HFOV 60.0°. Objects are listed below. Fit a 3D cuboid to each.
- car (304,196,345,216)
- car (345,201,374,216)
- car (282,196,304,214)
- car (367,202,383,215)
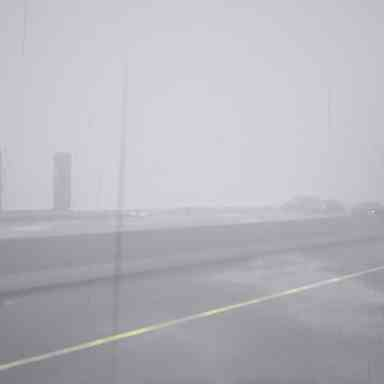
[{"bbox_3d":[14.707,1.577,36.049,4.553,1.767,2.097,0,0,-35],"label":"car"},{"bbox_3d":[18.230,1.741,34.267,4.892,1.490,1.837,1,-1,-35],"label":"car"},{"bbox_3d":[13.053,1.455,39.175,5.566,2.045,2.150,0,0,-36],"label":"car"},{"bbox_3d":[18.032,1.815,29.826,4.718,1.301,1.895,0,0,-36],"label":"car"}]
